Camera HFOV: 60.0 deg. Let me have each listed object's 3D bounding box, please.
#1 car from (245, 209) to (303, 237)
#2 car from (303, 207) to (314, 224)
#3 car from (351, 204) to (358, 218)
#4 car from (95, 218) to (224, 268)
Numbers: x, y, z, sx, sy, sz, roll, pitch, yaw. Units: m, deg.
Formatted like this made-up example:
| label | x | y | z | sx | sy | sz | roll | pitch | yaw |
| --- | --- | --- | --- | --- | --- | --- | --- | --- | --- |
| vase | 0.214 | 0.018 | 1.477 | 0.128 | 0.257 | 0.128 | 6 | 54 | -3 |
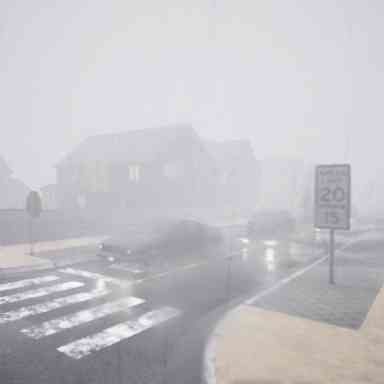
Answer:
| label | x | y | z | sx | sy | sz | roll | pitch | yaw |
| --- | --- | --- | --- | --- | --- | --- | --- | --- | --- |
| car | 4.950 | 1.808 | 20.397 | 1.837 | 1.490 | 4.892 | 1 | 0 | 35 |
| car | 11.016 | 2.000 | 28.901 | 2.033 | 1.411 | 5.357 | 1 | 0 | 36 |
| car | 17.885 | 2.118 | 38.469 | 2.128 | 1.511 | 4.902 | 1 | -1 | 35 |
| car | -0.870 | 1.713 | 12.369 | 2.033 | 1.411 | 5.357 | 1 | 0 | 38 |
